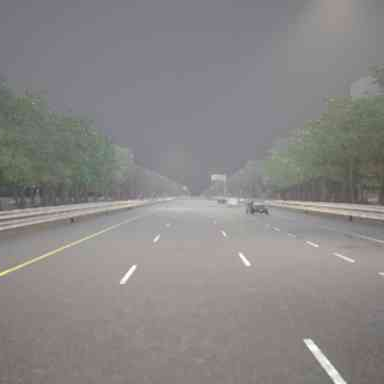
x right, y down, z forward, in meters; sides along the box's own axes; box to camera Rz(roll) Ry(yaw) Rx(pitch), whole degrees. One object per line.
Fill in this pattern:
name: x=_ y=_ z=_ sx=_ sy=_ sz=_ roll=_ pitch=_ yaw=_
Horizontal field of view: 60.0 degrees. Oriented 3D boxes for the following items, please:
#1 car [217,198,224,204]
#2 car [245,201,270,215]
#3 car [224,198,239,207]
car: x=7.400 y=2.183 z=83.404 sx=1.882 sy=1.535 sz=5.008 roll=0 pitch=-1 yaw=1
car: x=7.082 y=1.721 z=36.463 sx=1.812 sy=1.442 sz=4.674 roll=0 pitch=-1 yaw=0
car: x=7.205 y=1.961 z=59.214 sx=1.812 sy=1.442 sz=4.674 roll=0 pitch=-1 yaw=0
